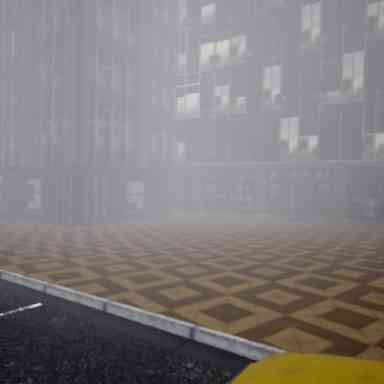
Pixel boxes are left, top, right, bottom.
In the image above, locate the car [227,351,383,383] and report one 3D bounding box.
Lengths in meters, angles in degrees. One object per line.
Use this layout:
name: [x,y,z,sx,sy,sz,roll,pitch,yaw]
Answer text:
car: [2.185,1.529,1.458,4.829,1.417,1.752,0,1,36]
